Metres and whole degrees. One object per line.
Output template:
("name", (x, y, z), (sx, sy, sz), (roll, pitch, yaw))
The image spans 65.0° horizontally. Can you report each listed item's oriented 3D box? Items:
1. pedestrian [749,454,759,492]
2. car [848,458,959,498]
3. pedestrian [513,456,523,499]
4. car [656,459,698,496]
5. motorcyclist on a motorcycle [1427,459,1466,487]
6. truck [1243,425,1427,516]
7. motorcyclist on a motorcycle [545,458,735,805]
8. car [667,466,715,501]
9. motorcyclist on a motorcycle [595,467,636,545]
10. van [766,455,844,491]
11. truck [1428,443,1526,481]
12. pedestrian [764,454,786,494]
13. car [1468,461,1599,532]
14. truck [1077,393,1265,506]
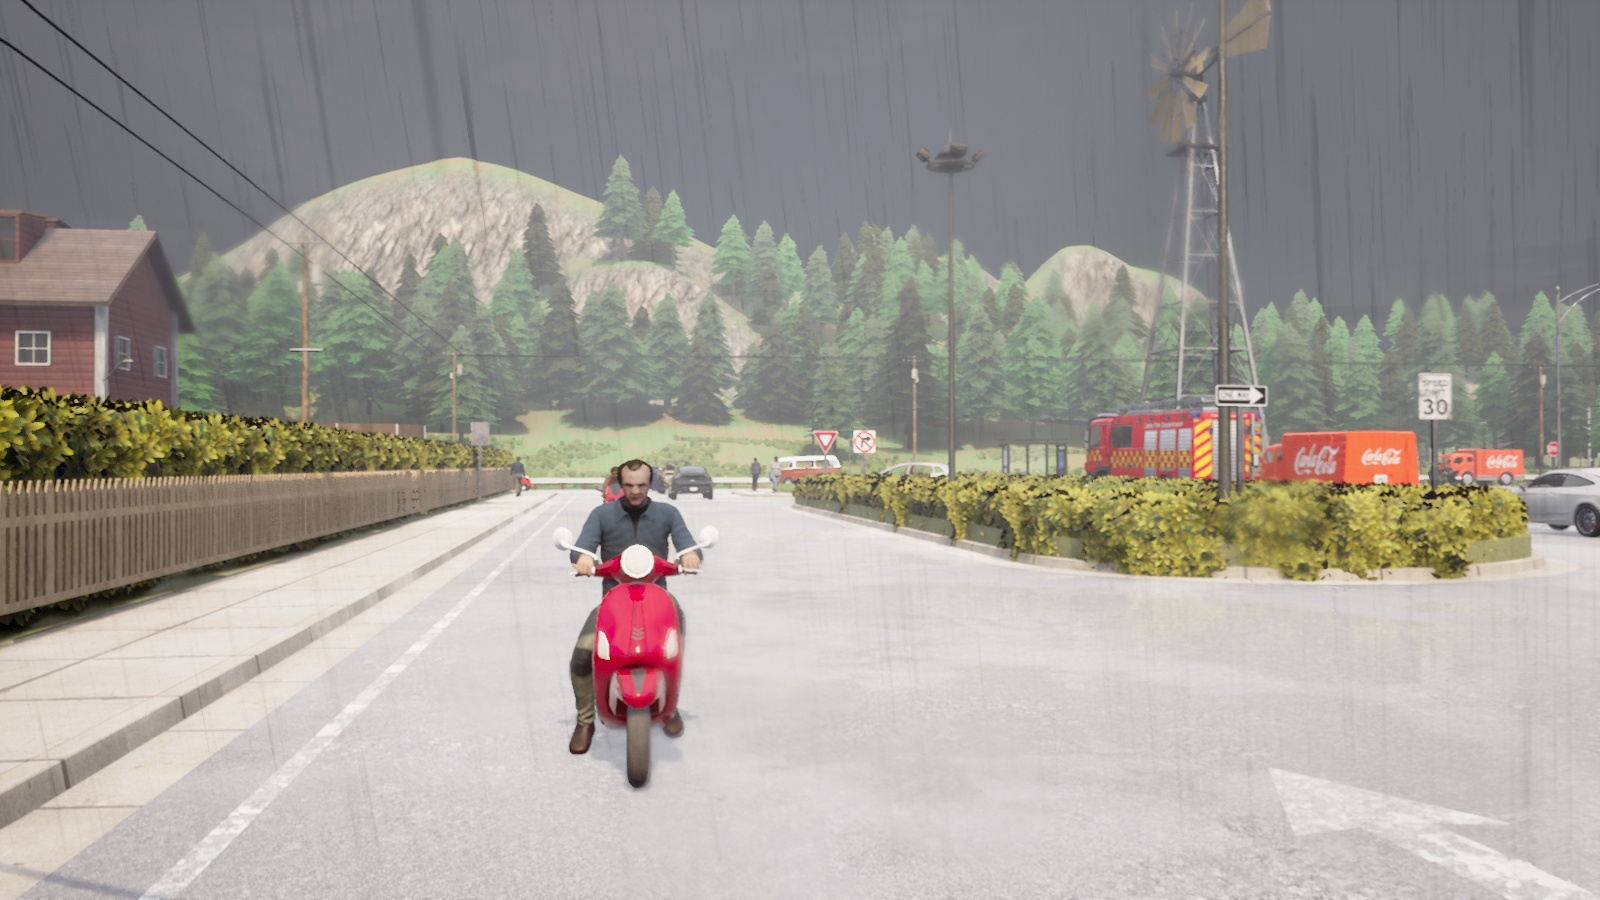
("pedestrian", (-2.374, 1.212, 65.177), (0.423, 1.949, 0.788), (0, -1, -7))
("car", (4.506, 1.214, 54.503), (4.611, 1.667, 2.242), (-1, -1, 9))
("pedestrian", (-12.333, 1.198, 54.927), (0.370, 1.835, 0.726), (0, -1, -8))
("car", (-6.560, 1.431, 66.651), (1.932, 1.855, 4.605), (0, -1, -9))
("motorcyclist on a motorcycle", (36.320, 1.265, 70.587), (0.866, 1.530, 2.191), (-1, -1, -6))
("truck", (15.528, 0.578, 36.870), (2.627, 2.467, 5.204), (0, -1, -8))
("motorcyclist on a motorcycle", (-0.881, 0.849, 6.761), (0.866, 1.590, 1.817), (0, -1, -9))
("car", (-4.974, 1.493, 56.638), (1.837, 1.490, 4.892), (0, -1, -9))
("motorcyclist on a motorcycle", (-3.781, 1.116, 25.708), (0.797, 1.523, 2.044), (0, -1, -9))
("van", (0.306, 1.376, 77.068), (4.480, 2.038, 2.069), (-2, 0, -8))
("truck", (45.084, 0.800, 83.692), (5.204, 2.467, 2.627), (0, -1, -9))
("pedestrian", (-1.191, 1.142, 59.926), (0.874, 1.855, 0.900), (0, -1, -14))
("car", (17.035, 0.971, 27.507), (1.812, 1.442, 4.674), (0, -1, -8))
("truck", (13.637, 0.032, 47.141), (2.891, 3.827, 8.468), (0, -1, -13))
